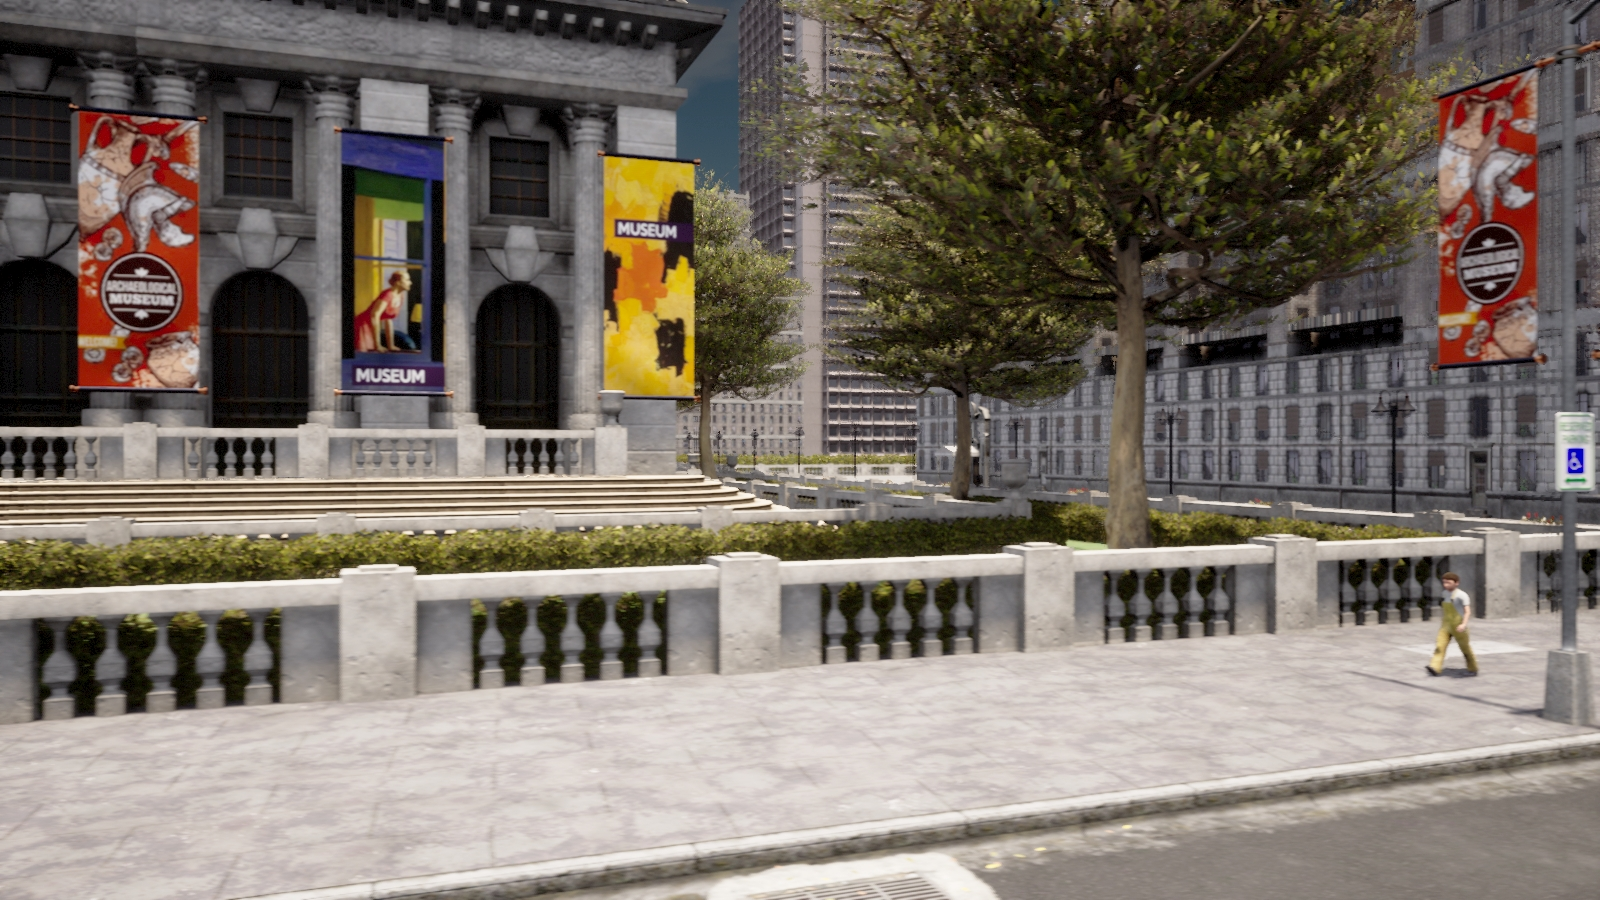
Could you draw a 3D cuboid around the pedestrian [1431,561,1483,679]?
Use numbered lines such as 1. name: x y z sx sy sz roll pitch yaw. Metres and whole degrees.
1. pedestrian: 7.669 1.969 13.336 0.375 1.300 0.375 0 0 -20
